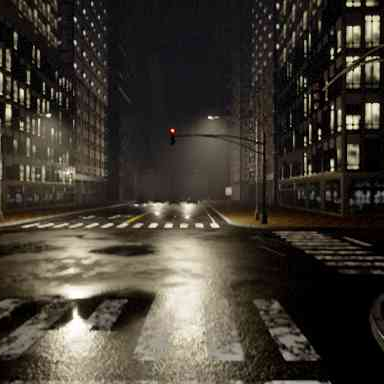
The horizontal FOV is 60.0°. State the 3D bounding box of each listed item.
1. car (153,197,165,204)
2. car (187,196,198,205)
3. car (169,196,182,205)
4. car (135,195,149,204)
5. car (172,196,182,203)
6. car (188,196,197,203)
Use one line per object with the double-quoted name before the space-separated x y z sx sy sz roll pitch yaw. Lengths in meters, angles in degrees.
"car" -6.395 1.647 64.464 1.994 1.385 4.181 0 0 0
"car" 0.098 1.617 60.285 2.033 1.411 5.357 0 0 0
"car" -3.153 1.616 59.874 2.033 1.411 5.357 0 0 0
"car" -9.645 1.435 64.499 2.097 1.767 4.553 0 0 0
"car" -3.136 1.486 70.292 1.994 1.385 4.181 0 0 0
"car" 0.116 1.547 70.733 1.895 1.301 4.718 0 0 0
